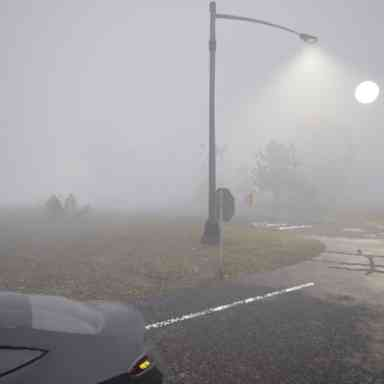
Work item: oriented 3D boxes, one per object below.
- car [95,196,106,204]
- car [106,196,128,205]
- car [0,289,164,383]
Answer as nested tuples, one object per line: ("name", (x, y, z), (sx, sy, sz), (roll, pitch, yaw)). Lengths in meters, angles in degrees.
("car", (-16.312, 1.412, 61.014), (1.812, 1.442, 4.674), (0, 0, -34))
("car", (-12.026, 1.426, 54.728), (1.812, 1.442, 4.674), (0, 0, -33))
("car", (-2.405, 1.526, 2.159), (4.674, 1.442, 1.812), (0, 0, -36))
